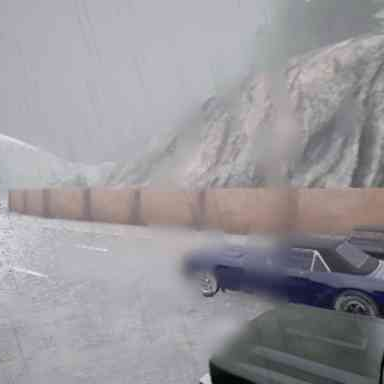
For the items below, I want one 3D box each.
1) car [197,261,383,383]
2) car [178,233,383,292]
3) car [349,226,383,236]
[{"bbox_3d":[2.391,1.603,2.285,4.718,1.301,1.895,0,0,36],"label":"car"},{"bbox_3d":[2.029,1.594,6.844,4.718,1.301,1.895,0,0,36],"label":"car"},{"bbox_3d":[4.722,1.596,9.222,4.718,1.301,1.895,0,0,36],"label":"car"}]
